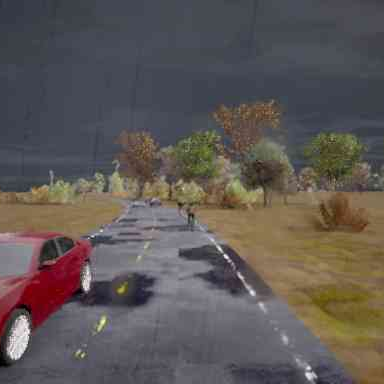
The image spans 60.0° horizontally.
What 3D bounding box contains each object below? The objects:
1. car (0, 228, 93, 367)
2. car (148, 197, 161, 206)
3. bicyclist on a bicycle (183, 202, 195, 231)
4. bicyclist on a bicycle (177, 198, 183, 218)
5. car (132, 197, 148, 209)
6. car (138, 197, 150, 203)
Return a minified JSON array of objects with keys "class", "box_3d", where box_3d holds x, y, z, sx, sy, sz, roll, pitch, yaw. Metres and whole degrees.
[{"class":"car","box_3d":[-3.251,1.495,5.983,1.882,1.535,5.008,0,0,-2]},{"class":"car","box_3d":[-6.374,1.662,56.862,1.812,1.442,4.674,0,0,-12]},{"class":"bicyclist on a bicycle","box_3d":[-0.050,1.492,19.878,0.582,1.620,1.656,0,0,-4]},{"class":"bicyclist on a bicycle","box_3d":[-1.000,1.432,29.573,0.659,1.776,1.843,0,0,-6]},{"class":"car","box_3d":[-7.750,1.716,47.976,1.895,1.301,4.718,0,0,-10]},{"class":"car","box_3d":[-10.701,1.782,73.505,1.895,1.301,4.718,0,0,-17]}]
